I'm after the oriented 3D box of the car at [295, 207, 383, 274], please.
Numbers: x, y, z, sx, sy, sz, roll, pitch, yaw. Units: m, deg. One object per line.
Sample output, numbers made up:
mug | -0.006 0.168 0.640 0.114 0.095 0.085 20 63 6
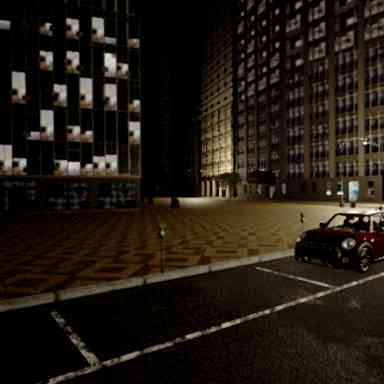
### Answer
car | 4.963 1.311 10.092 4.097 1.590 1.967 -1 1 -35
